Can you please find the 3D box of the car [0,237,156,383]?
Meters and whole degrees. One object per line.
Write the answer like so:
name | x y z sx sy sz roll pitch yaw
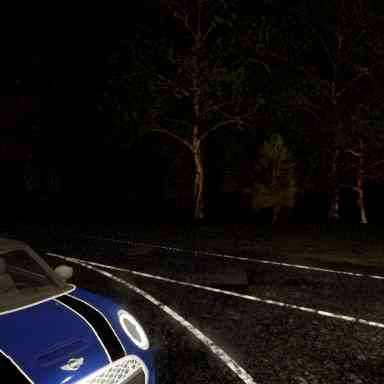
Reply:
car | -2.561 1.338 3.713 4.553 1.767 2.097 1 0 36
